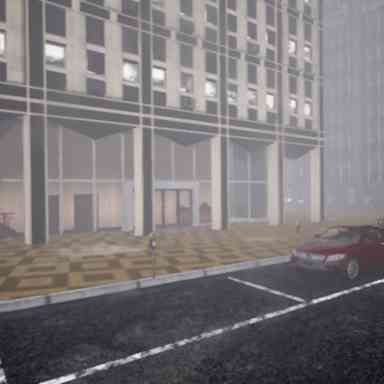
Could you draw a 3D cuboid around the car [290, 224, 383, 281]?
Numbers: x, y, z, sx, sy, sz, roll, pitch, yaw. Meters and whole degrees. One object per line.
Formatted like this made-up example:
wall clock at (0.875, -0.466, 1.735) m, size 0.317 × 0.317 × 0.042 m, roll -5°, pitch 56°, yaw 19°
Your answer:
car at (4.754, 1.637, 9.924) m, size 4.206 × 1.307 × 1.802 m, roll 0°, pitch -1°, yaw -35°
